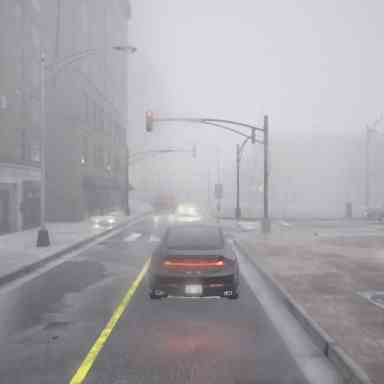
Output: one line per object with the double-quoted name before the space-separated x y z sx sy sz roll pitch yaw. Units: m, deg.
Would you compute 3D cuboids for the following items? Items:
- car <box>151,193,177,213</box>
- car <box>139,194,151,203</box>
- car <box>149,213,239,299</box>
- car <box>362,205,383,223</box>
"car" -2.827 1.227 36.506 2.150 2.045 5.566 0 0 1
"car" -8.388 1.285 70.081 5.566 2.045 2.150 0 0 9
"car" 0.060 1.504 8.409 1.837 1.490 4.892 0 0 1
"car" 14.852 1.429 23.810 4.902 1.511 2.128 0 0 0
